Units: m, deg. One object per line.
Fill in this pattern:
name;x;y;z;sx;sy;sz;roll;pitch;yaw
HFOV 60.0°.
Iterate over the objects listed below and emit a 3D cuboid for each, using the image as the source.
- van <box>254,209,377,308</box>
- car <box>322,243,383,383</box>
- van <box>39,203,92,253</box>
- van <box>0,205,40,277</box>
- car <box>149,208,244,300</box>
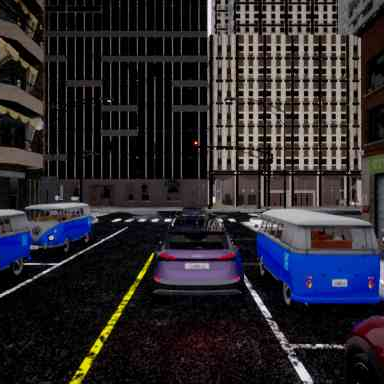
van;2.568;1.343;7.625;1.690;1.788;3.998;0;0;0
car;2.569;1.440;1.935;1.967;1.590;4.097;0;0;0
van;-5.314;1.346;13.308;1.690;1.788;3.998;0;0;0
van;-5.312;1.343;7.618;1.690;1.788;3.998;0;0;0
car;0.098;1.432;8.381;2.033;1.649;4.856;0;0;0
